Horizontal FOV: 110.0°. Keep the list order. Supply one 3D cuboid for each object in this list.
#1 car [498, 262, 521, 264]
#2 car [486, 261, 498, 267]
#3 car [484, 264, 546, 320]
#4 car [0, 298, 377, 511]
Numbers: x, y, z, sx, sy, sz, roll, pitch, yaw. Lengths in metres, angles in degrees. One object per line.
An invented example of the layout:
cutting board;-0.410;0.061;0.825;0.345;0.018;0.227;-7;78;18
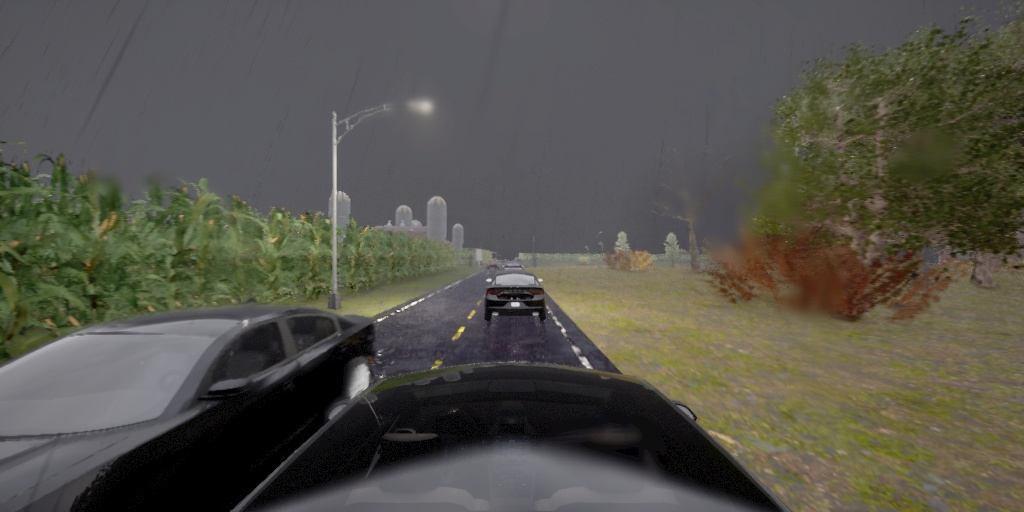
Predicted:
car;0.098;1.259;32.455;2.128;1.511;4.902;0;0;0
car;-2.773;1.396;53.981;1.895;1.301;4.718;0;0;1
car;0.099;1.231;12.696;1.882;1.535;5.008;0;0;0
car;-2.850;1.228;3.098;1.882;1.535;5.008;0;0;0
